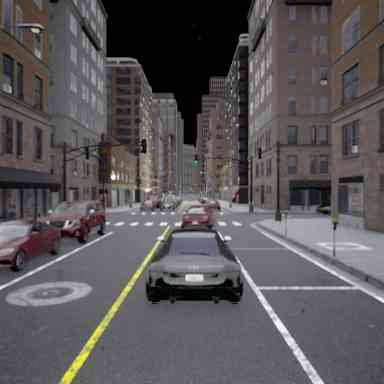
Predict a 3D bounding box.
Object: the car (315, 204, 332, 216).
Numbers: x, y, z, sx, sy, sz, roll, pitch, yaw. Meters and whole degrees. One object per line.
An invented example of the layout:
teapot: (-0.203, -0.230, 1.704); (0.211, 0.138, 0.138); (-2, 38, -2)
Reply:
car: (14.816, 1.541, 32.049); (5.357, 1.411, 2.033); (0, 0, 2)

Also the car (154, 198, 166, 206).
car: (-5.764, 1.771, 59.988); (1.752, 1.417, 4.829); (-1, 0, 0)

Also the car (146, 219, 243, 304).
car: (0.059, 1.592, 8.273); (1.994, 1.385, 4.181); (0, 0, 0)

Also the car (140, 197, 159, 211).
car: (-5.739, 1.749, 43.464); (1.802, 1.307, 4.206); (-1, 0, 0)

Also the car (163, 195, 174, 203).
car: (-5.799, 1.681, 82.419); (2.192, 1.841, 5.009); (-1, 0, 0)

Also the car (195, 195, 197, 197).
car: (2.719, 1.711, 88.012); (2.192, 1.841, 5.009); (-1, 0, 0)

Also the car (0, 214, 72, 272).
car: (-5.691, 1.619, 10.881); (1.802, 1.307, 4.206); (-1, 0, 0)

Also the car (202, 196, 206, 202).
car: (2.777, 1.719, 49.237); (1.752, 1.417, 4.829); (-1, 0, 0)

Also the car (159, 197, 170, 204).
car: (-5.780, 1.855, 71.287); (2.008, 1.369, 4.403); (-1, 0, 0)

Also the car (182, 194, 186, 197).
car: (-3.107, 1.819, 73.689); (2.128, 1.511, 4.902); (0, 0, 0)

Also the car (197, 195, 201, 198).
car: (2.744, 1.744, 71.320); (1.967, 1.590, 4.097); (-1, 0, 0)

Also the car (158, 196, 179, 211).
car: (-3.161, 1.662, 44.164); (2.128, 1.511, 4.902); (0, 0, 0)

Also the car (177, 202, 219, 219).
car: (0.507, 1.601, 21.344); (1.812, 1.442, 4.674); (0, 0, 8)

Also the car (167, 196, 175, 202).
car: (-5.813, 1.866, 93.548); (1.967, 1.590, 4.097); (-1, 0, 0)

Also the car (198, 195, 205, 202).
car: (2.754, 1.820, 65.756); (1.887, 1.381, 4.507); (-1, 0, 0)

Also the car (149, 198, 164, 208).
car: (-5.756, 1.764, 54.593); (1.887, 1.381, 4.507); (-1, 0, 0)

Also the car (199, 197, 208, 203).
car: (2.729, 1.916, 82.447); (2.008, 1.369, 4.403); (-1, 0, 0)

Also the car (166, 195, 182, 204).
car: (-3.167, 1.706, 53.563); (2.128, 1.511, 4.902); (0, 0, 0)

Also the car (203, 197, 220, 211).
car: (2.786, 1.749, 43.503); (1.802, 1.307, 4.206); (-1, 0, 0)

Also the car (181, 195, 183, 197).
car: (-3.145, 1.788, 63.256); (1.812, 1.442, 4.674); (0, 0, 0)

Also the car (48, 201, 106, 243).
car: (-5.702, 1.372, 16.465); (2.192, 1.841, 5.009); (-1, 0, 0)
